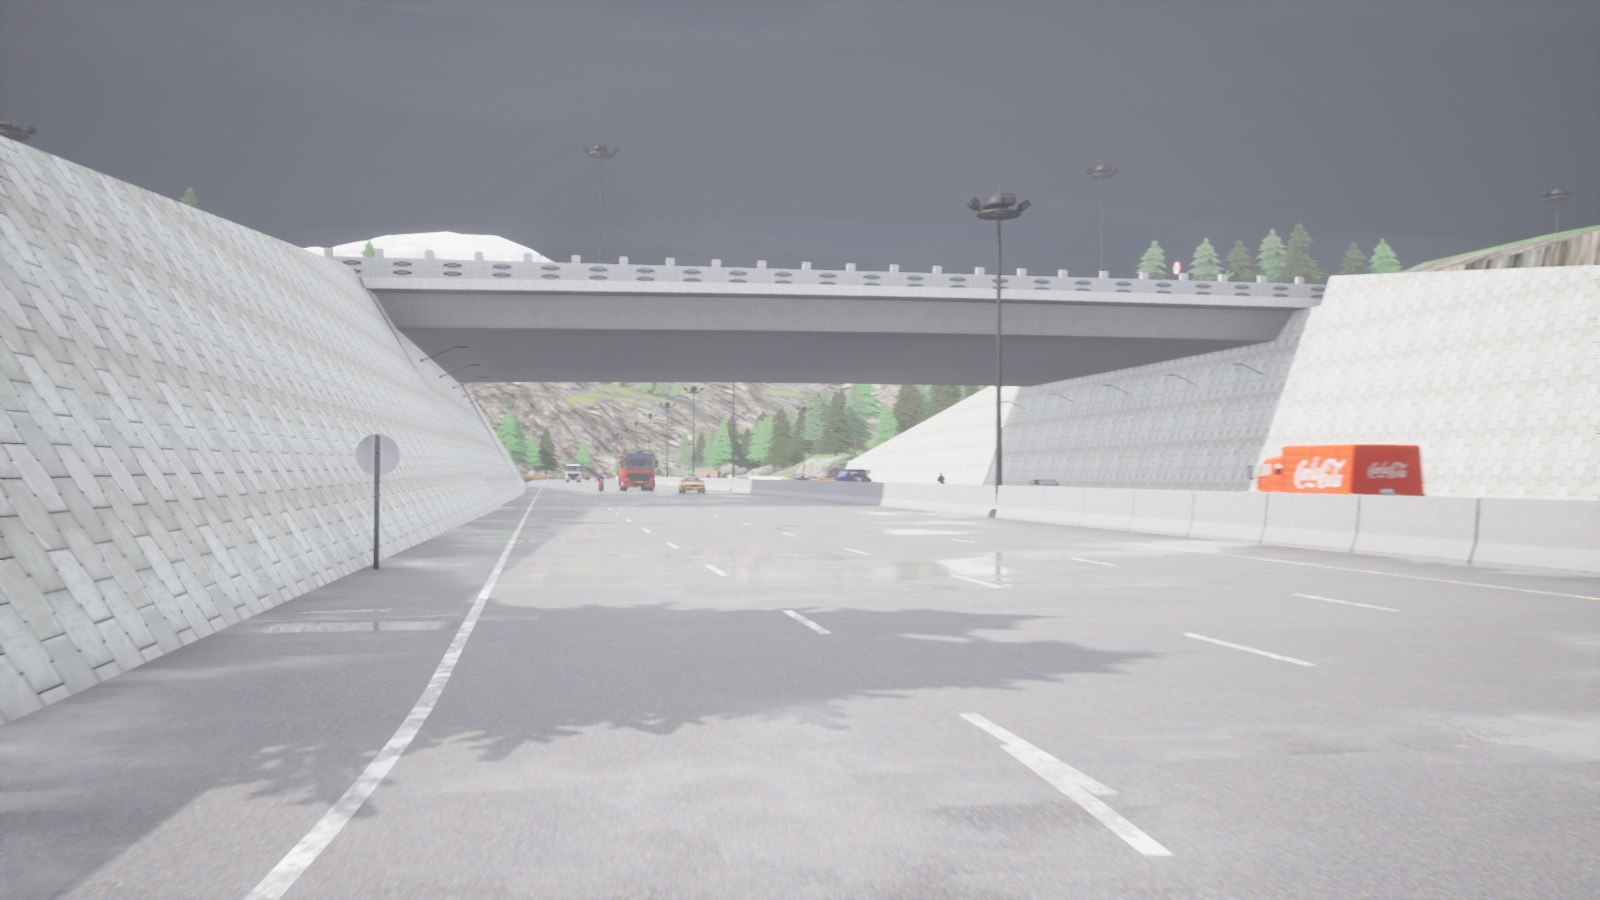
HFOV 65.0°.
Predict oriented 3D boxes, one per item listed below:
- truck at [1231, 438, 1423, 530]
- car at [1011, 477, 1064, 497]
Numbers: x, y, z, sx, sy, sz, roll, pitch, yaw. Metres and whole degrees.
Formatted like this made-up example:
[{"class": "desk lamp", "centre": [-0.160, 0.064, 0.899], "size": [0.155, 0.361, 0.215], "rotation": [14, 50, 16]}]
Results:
[{"class": "truck", "centre": [15.065, 0.960, 36.314], "size": [2.627, 2.467, 5.204], "rotation": [0, -1, -11]}, {"class": "car", "centre": [15.986, 2.484, 84.735], "size": [1.895, 1.301, 4.718], "rotation": [0, -1, -12]}]
